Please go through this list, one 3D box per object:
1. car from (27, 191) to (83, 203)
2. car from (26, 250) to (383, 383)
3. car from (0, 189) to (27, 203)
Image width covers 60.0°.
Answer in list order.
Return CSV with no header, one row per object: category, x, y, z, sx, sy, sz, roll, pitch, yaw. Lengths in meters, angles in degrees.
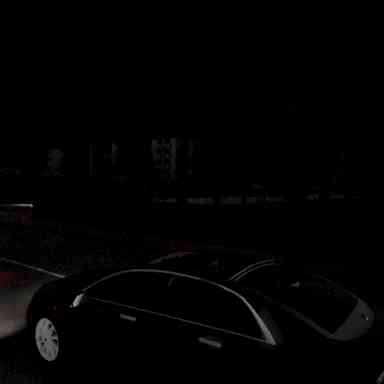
car,-14.514,0.597,36.142,2.033,1.411,5.357,2,1,38
car,-0.111,1.491,4.062,4.892,1.490,1.837,1,0,36
car,-19.447,0.422,35.478,2.128,1.511,4.902,2,1,38
